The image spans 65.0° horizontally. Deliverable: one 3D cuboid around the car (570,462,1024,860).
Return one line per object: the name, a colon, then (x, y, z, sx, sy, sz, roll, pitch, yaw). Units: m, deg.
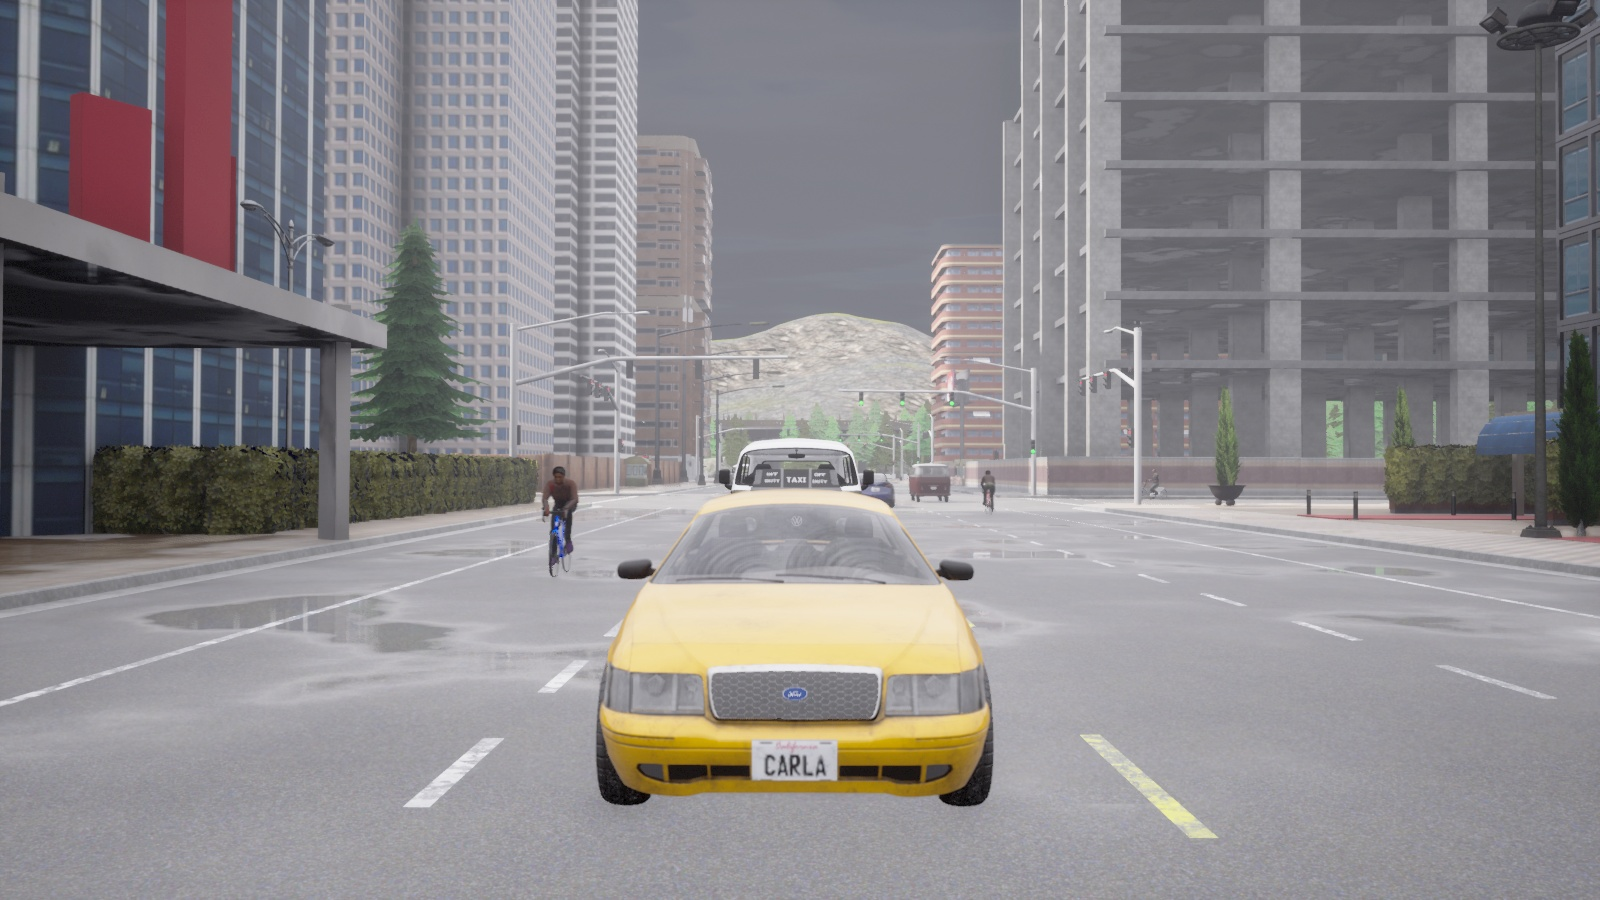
car: (-0.020, 0.882, 7.683, 1.801, 1.575, 5.366, 0, -1, 0)

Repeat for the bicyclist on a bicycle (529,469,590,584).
bicyclist on a bicycle: (-3.547, 1.093, 18.607, 0.582, 1.620, 1.656, 0, -1, 0)

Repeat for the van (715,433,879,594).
van: (-0.047, 0.844, 18.234, 2.069, 2.038, 4.480, 0, -1, 0)

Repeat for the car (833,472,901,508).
car: (2.911, 1.735, 55.626, 2.163, 1.488, 4.792, 0, -1, -7)

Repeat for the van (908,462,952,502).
van: (6.711, 1.636, 65.398, 1.775, 1.987, 4.442, 0, -1, -1)
